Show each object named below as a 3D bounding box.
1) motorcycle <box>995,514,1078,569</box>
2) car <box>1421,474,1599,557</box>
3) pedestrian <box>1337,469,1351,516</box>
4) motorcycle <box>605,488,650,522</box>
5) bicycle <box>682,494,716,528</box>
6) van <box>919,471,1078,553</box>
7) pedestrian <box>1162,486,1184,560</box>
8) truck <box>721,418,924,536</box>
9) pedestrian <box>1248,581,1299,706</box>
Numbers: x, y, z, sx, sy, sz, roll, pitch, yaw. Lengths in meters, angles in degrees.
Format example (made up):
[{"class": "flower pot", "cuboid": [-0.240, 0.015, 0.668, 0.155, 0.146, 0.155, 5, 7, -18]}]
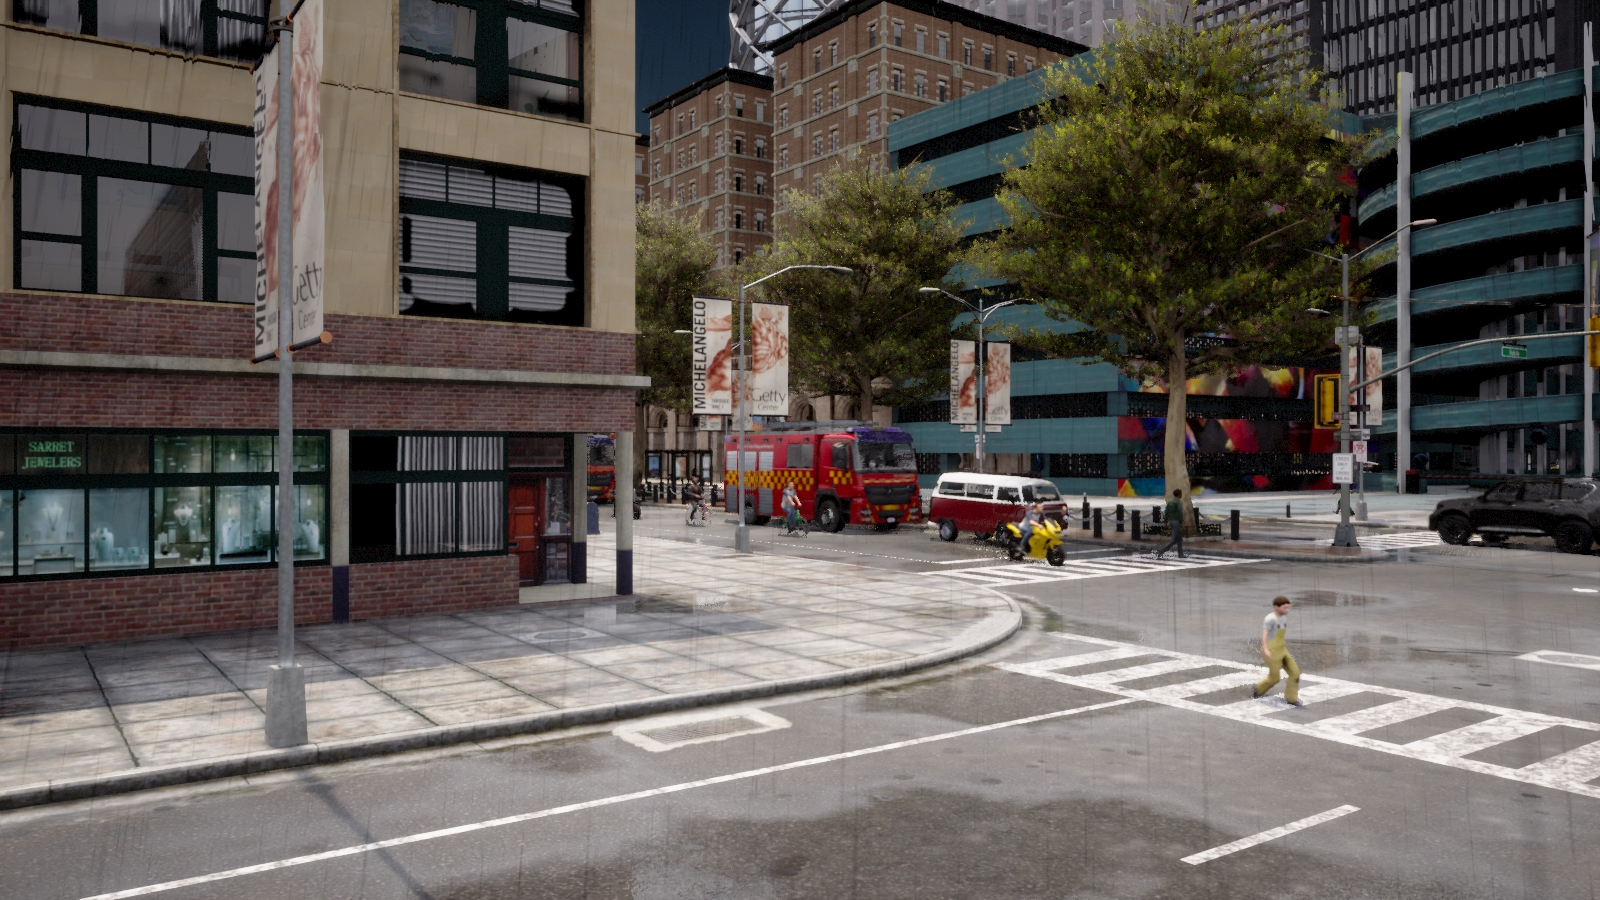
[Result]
[{"class": "motorcycle", "cuboid": [5.733, 2.204, 27.799, 0.803, 1.145, 2.033, 0, 0, -30]}, {"class": "car", "cuboid": [20.853, 1.765, 32.272, 2.150, 2.045, 5.566, 0, 0, -27]}, {"class": "pedestrian", "cuboid": [21.490, 1.679, 45.130, 0.375, 1.860, 0.375, 0, 0, -30]}, {"class": "motorcycle", "cuboid": [-6.969, 2.197, 46.091, 0.867, 1.251, 2.209, 0, 0, -35]}, {"class": "bicycle", "cuboid": [-3.676, 2.202, 41.414, 0.329, 1.171, 1.835, 0, 0, -35]}, {"class": "van", "cuboid": [5.828, 1.761, 34.032, 2.069, 2.038, 4.480, 0, 2, -35]}, {"class": "pedestrian", "cuboid": [9.442, 1.839, 28.951, 0.375, 1.860, 0.375, 0, 0, -18]}, {"class": "truck", "cuboid": [0.594, 0.881, 41.434, 2.891, 3.827, 8.468, 0, 0, -35]}, {"class": "pedestrian", "cuboid": [5.237, 2.124, 12.640, 0.375, 1.300, 0.375, 0, 0, -31]}]
